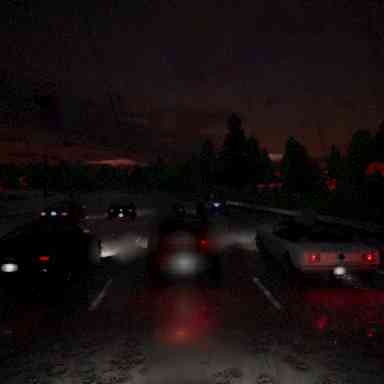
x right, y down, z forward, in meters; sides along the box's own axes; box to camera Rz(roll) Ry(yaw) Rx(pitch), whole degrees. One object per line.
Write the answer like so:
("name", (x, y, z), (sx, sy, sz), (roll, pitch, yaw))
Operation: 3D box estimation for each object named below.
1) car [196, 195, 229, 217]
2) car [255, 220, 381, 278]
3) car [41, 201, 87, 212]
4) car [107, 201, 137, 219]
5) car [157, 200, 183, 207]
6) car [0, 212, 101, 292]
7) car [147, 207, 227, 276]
("car", (1.598, 1.006, 27.231), (2.097, 1.767, 4.553), (0, 1, -7))
("car", (3.233, 1.471, 9.726), (1.895, 1.301, 4.718), (0, 1, -3))
("car", (-8.303, 1.290, 21.845), (2.033, 1.411, 5.357), (0, 1, -6))
("car", (-5.203, 1.293, 25.312), (1.895, 1.301, 4.718), (0, 1, -7))
("car", (-1.704, 1.283, 25.573), (1.895, 1.301, 4.718), (0, 1, -7))
("car", (-3.728, 1.461, 8.649), (1.994, 1.385, 4.181), (0, 1, -3))
("car", (-0.288, 1.376, 9.930), (1.837, 1.490, 4.892), (0, 0, -3))
